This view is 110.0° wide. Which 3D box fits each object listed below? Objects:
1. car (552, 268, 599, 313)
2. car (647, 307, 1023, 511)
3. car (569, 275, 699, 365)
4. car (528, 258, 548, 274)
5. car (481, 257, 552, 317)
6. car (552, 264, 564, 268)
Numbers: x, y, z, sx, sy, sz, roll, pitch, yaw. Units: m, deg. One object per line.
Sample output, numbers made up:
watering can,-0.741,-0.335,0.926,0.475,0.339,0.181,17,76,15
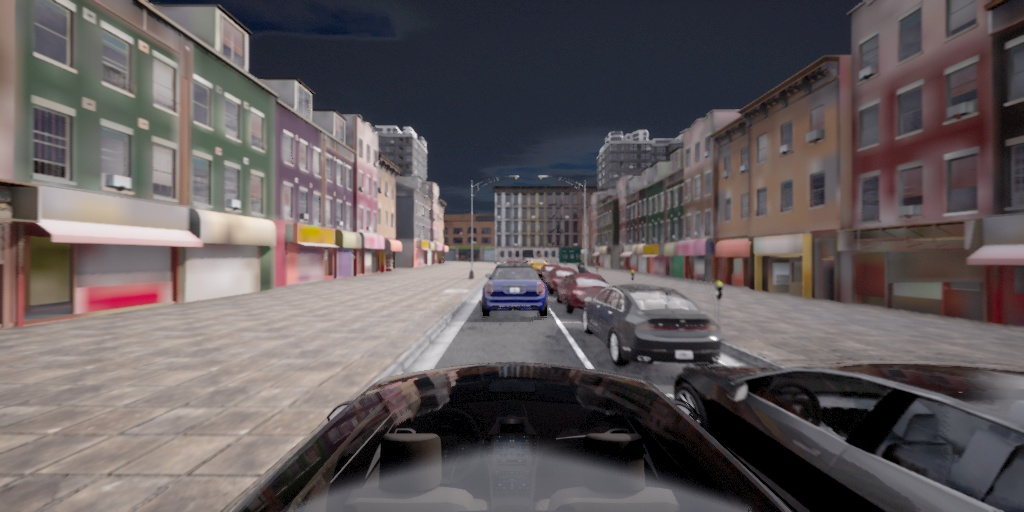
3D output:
car,2.637,1.269,13.194,1.802,1.307,4.207,0,0,0
car,2.639,1.313,2.188,1.948,1.339,4.313,0,0,0
car,2.638,1.267,7.691,2.007,1.370,4.403,0,0,0
car,2.743,1.040,39.035,1.882,1.535,5.008,0,0,0
car,0.087,1.040,13.002,2.097,1.767,4.553,0,0,0
car,2.636,1.241,18.698,1.802,1.307,4.207,0,0,0
